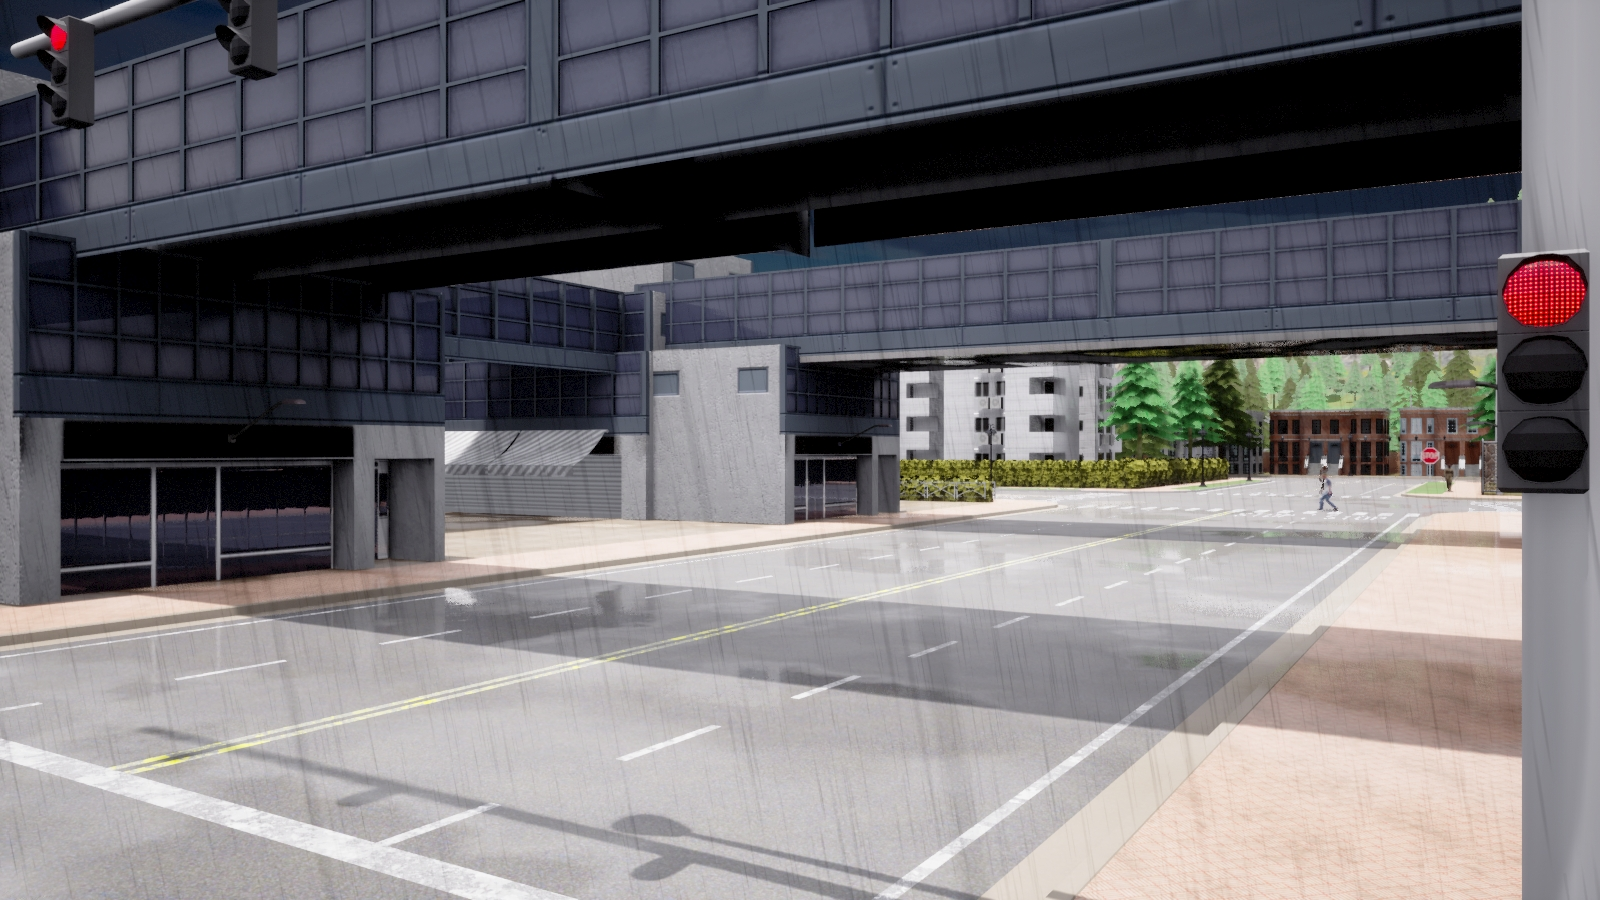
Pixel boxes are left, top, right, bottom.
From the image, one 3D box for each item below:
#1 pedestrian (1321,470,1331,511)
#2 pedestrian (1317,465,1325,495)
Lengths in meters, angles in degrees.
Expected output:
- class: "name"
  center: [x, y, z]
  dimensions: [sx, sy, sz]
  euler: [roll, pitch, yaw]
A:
- class: "pedestrian"
  center: [23.908, 1.848, 51.907]
  dimensions: [0.375, 1.860, 0.375]
  euler: [0, 0, 31]
- class: "pedestrian"
  center: [32.017, 1.837, 70.184]
  dimensions: [0.375, 1.860, 0.375]
  euler: [0, 0, 31]
